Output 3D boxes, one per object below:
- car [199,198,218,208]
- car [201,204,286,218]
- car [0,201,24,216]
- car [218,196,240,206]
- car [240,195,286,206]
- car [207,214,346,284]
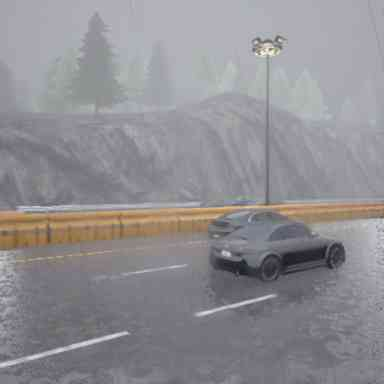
[{"bbox_3d":[2.945,1.439,39.508,4.181,1.385,1.994,0,0,-34],"label":"car"},{"bbox_3d":[2.923,1.459,14.078,4.892,1.490,1.837,0,0,-34],"label":"car"},{"bbox_3d":[-11.232,1.302,17.387,4.553,1.767,2.097,0,0,-35],"label":"car"},{"bbox_3d":[5.602,1.123,37.057,4.674,1.442,1.812,0,0,-34],"label":"car"},{"bbox_3d":[7.571,1.248,34.164,4.553,1.767,2.097,0,0,-34],"label":"car"},{"bbox_3d":[2.528,1.532,9.581,4.181,1.385,1.994,0,0,-34],"label":"car"}]
